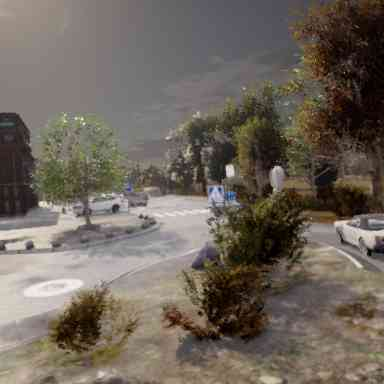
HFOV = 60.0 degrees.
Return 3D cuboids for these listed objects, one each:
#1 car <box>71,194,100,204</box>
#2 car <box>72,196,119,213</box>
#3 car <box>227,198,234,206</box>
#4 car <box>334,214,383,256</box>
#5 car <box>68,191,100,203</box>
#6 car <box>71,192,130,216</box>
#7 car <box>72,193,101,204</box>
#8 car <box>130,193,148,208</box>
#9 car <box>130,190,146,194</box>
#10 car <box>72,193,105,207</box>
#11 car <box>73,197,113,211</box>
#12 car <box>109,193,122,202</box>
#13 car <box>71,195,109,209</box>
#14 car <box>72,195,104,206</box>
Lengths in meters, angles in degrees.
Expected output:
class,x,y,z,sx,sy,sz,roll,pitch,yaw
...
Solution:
class,x,y,z,sx,sy,sz,roll,pitch,yaw
car,-20.920,1.306,65.339,4.792,1.488,2.163,-7,3,-40
car,-12.361,1.586,42.941,5.366,1.575,1.946,-6,3,-41
car,3.199,1.250,27.402,1.812,1.442,4.674,-5,3,-19
car,6.985,1.501,12.727,1.895,1.301,4.718,-4,0,8
car,-21.990,0.987,68.138,5.566,2.045,2.435,-7,3,-40
car,-10.406,1.439,37.163,5.566,2.045,2.435,-6,4,-41
car,-19.870,1.190,62.512,4.553,1.767,2.185,-7,4,-40
car,-7.241,1.308,43.819,1.994,1.385,4.181,-4,2,-21
car,-9.532,0.693,61.663,2.128,1.511,4.902,-4,2,-20
car,-16.771,1.317,54.044,4.553,1.767,2.185,-7,3,-40
car,-13.565,1.604,45.631,4.674,1.452,2.002,-7,3,-41
car,-14.911,0.967,64.438,1.812,1.442,4.674,-4,2,-20
car,-15.669,1.480,51.251,5.008,1.535,2.097,-7,4,-40
car,-17.785,1.439,56.878,4.674,1.452,2.002,-6,3,-40
